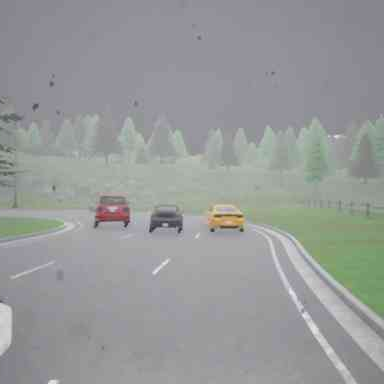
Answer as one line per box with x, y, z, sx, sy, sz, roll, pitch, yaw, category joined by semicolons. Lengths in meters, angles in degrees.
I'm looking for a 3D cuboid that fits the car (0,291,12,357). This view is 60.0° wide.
-3.224;1.207;1.498;2.150;2.045;5.566;0;0;2;car

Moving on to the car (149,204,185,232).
-1.538;1.514;20.265;1.837;1.490;4.892;1;0;-3;car

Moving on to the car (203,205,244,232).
1.866;1.504;20.482;1.882;1.535;5.008;1;0;-3;car

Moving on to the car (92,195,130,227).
-5.515;1.212;22.752;2.150;2.045;5.566;1;0;-15;car

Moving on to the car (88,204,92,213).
-9.089;1.509;35.858;4.674;1.442;1.812;0;0;28;car
